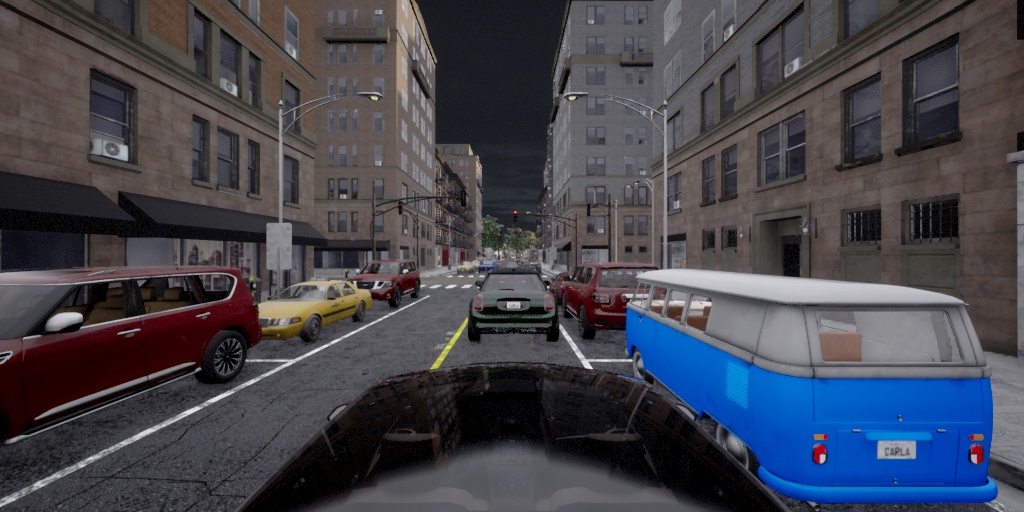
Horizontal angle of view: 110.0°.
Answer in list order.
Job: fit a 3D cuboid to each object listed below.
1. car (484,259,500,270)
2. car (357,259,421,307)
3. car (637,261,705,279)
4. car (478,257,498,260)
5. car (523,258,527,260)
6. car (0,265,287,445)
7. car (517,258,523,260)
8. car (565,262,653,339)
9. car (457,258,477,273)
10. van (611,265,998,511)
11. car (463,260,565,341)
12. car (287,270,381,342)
[{"bbox_3d":[-2.915,1.241,52.875,2.128,1.511,4.902,0,0,0],"label":"car"},{"bbox_3d":[-5.420,1.064,15.654,2.192,1.841,5.009,0,0,0],"label":"car"},{"bbox_3d":[13.589,1.172,30.834,4.902,1.511,2.128,0,0,0],"label":"car"},{"bbox_3d":[-2.902,1.227,42.908,1.882,1.535,5.008,0,0,0],"label":"car"},{"bbox_3d":[2.579,1.299,42.673,2.007,1.370,4.403,0,0,0],"label":"car"},{"bbox_3d":[-5.402,1.065,4.298,2.192,1.841,5.009,0,0,0],"label":"car"},{"bbox_3d":[0.027,1.313,46.814,1.994,1.385,4.181,0,0,0],"label":"car"},{"bbox_3d":[2.626,1.065,9.986,2.192,1.841,5.009,0,0,0],"label":"car"},{"bbox_3d":[-5.474,1.274,42.492,1.751,1.417,4.829,0,0,0],"label":"car"},{"bbox_3d":[2.635,1.091,4.307,1.690,1.789,3.998,0,0,0],"label":"van"},{"bbox_3d":[0.022,1.102,10.021,2.097,1.767,4.553,0,0,0],"label":"car"},{"bbox_3d":[-5.411,1.275,9.805,1.751,1.417,4.829,0,0,0],"label":"car"}]
